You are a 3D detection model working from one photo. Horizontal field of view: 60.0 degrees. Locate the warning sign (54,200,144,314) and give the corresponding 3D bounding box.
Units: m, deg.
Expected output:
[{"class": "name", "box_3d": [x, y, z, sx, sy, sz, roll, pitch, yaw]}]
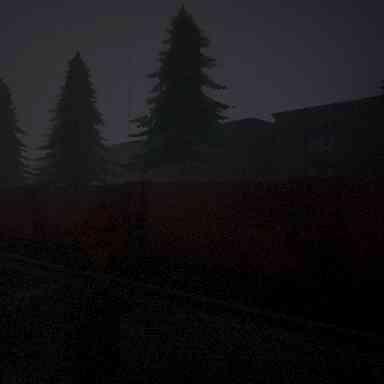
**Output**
[{"class": "warning sign", "box_3d": [-1.766, 1.114, 6.419, 1.060, 1.860, 1.300, 0, 0, 36]}]
